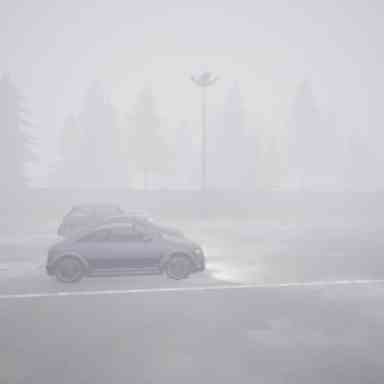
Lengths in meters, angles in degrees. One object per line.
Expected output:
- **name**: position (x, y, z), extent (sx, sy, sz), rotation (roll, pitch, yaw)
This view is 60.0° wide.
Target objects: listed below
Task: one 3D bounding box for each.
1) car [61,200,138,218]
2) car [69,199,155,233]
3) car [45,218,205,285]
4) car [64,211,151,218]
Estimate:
- **car**: position (-3.904, 1.342, 15.870), extent (4.553, 1.767, 2.097), rotation (1, 0, -11)
- **car**: position (-4.546, 1.343, 19.310), extent (4.553, 1.767, 2.097), rotation (1, 0, -11)
- **car**: position (-1.740, 1.563, 9.153), extent (4.181, 1.385, 1.994), rotation (1, 0, -11)
- **car**: position (-2.361, 1.564, 12.597), extent (4.181, 1.385, 1.994), rotation (1, 0, -11)
